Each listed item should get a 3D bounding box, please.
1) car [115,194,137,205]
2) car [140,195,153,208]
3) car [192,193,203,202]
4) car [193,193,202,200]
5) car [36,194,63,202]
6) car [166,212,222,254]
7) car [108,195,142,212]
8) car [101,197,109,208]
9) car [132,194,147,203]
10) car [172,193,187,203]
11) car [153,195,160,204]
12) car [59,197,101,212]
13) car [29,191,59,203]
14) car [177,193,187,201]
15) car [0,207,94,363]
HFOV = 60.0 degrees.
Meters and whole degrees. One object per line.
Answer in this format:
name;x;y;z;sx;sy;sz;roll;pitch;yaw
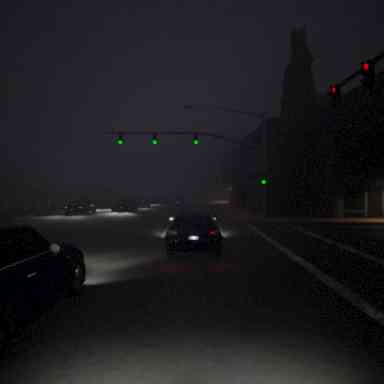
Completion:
car;-9.951;1.169;50.523;2.128;1.511;4.902;0;0;2
car;-6.684;1.246;43.629;1.812;1.442;4.674;0;0;2
car;0.966;1.153;61.358;2.033;1.411;5.357;0;0;2
car;1.308;0.932;71.999;1.882;1.535;5.008;0;0;2
car;-24.565;1.032;57.430;3.806;1.475;1.970;0;0;0
car;0.055;1.479;13.011;1.994;1.385;4.181;0;0;0
car;-6.943;1.341;34.870;1.994;1.385;4.181;0;0;2
car;-10.267;1.305;40.589;1.994;1.385;4.181;0;0;4
car;-9.565;1.177;60.563;1.994;1.385;4.181;0;0;2
car;-2.492;1.181;59.615;1.994;1.385;4.181;0;0;2
car;-6.339;1.221;53.542;1.994;1.385;4.181;0;0;2
car;-10.527;1.303;31.681;1.837;1.490;4.892;0;0;1
car;-24.595;0.811;54.534;3.866;1.878;1.905;0;0;0
car;-2.194;1.038;71.967;1.837;1.490;4.892;0;0;2
car;-3.428;1.315;5.594;2.097;1.767;4.553;0;0;0
